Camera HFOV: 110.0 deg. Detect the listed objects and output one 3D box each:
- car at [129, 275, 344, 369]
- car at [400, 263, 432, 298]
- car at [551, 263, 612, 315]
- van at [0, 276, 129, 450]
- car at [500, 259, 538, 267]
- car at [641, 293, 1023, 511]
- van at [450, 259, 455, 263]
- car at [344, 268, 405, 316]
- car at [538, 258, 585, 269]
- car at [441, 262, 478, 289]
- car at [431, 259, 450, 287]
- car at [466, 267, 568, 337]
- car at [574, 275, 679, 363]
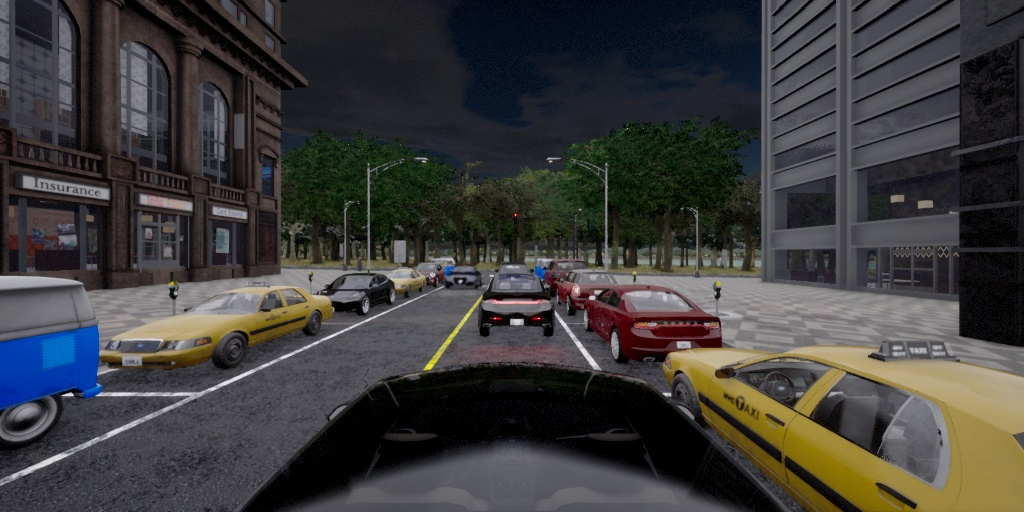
[{"bbox_3d":[-5.754,1.275,7.845,1.751,1.417,4.829,0,0,0],"label":"car"},{"bbox_3d":[-5.737,1.277,18.720,1.751,1.417,4.829,0,0,0],"label":"car"},{"bbox_3d":[2.780,1.190,13.439,1.967,1.591,4.097,0,0,0],"label":"car"},{"bbox_3d":[-5.762,1.091,2.578,1.690,1.789,3.998,0,0,0],"label":"van"},{"bbox_3d":[0.128,1.103,19.281,2.097,1.767,4.553,0,0,1],"label":"car"},{"bbox_3d":[2.763,1.275,2.734,1.751,1.417,4.829,0,0,0],"label":"car"},{"bbox_3d":[-5.719,1.095,29.765,1.690,1.789,3.998,0,0,0],"label":"van"},{"bbox_3d":[-5.745,1.316,13.452,1.948,1.339,4.313,0,0,0],"label":"car"},{"bbox_3d":[2.789,1.066,18.877,2.192,1.841,5.009,0,0,0],"label":"car"},{"bbox_3d":[-3.009,1.317,23.027,1.994,1.385,4.181,0,0,1],"label":"car"},{"bbox_3d":[-5.728,1.192,24.327,1.967,1.591,4.097,0,0,0],"label":"car"},{"bbox_3d":[0.114,1.242,10.316,2.128,1.511,4.902,0,0,0],"label":"car"},{"bbox_3d":[2.772,1.295,8.002,1.888,1.381,4.507,0,0,0],"label":"car"}]
